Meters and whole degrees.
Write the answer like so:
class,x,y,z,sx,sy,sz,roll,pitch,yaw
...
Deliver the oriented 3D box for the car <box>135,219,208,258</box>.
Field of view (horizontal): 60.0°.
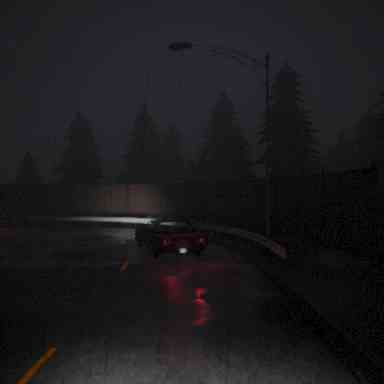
class,x,y,z,sx,sy,sz,roll,pitch,yaw
car,-1.053,1.758,13.568,1.895,1.301,4.718,0,-1,-20
